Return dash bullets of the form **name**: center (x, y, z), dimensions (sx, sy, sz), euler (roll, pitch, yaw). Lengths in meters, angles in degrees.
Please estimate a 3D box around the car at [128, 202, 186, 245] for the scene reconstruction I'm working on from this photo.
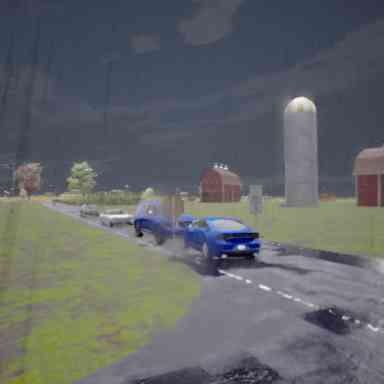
- **car**: center (-1.475, 1.564, 18.133), dimensions (2.150, 2.045, 5.566), euler (0, -1, -27)

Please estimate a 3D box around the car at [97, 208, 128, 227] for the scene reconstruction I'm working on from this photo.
- **car**: center (-6.202, 2.108, 27.467), dimensions (1.895, 1.301, 4.718), euler (0, -1, -26)

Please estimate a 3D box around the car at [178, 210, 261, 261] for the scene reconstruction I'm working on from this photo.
- **car**: center (1.022, 1.738, 13.566), dimensions (1.882, 1.535, 5.008), euler (0, -1, -15)

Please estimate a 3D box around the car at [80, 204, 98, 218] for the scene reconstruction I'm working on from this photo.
- **car**: center (-11.980, 2.214, 39.089), dimensions (1.837, 1.490, 4.892), euler (0, -1, -26)
